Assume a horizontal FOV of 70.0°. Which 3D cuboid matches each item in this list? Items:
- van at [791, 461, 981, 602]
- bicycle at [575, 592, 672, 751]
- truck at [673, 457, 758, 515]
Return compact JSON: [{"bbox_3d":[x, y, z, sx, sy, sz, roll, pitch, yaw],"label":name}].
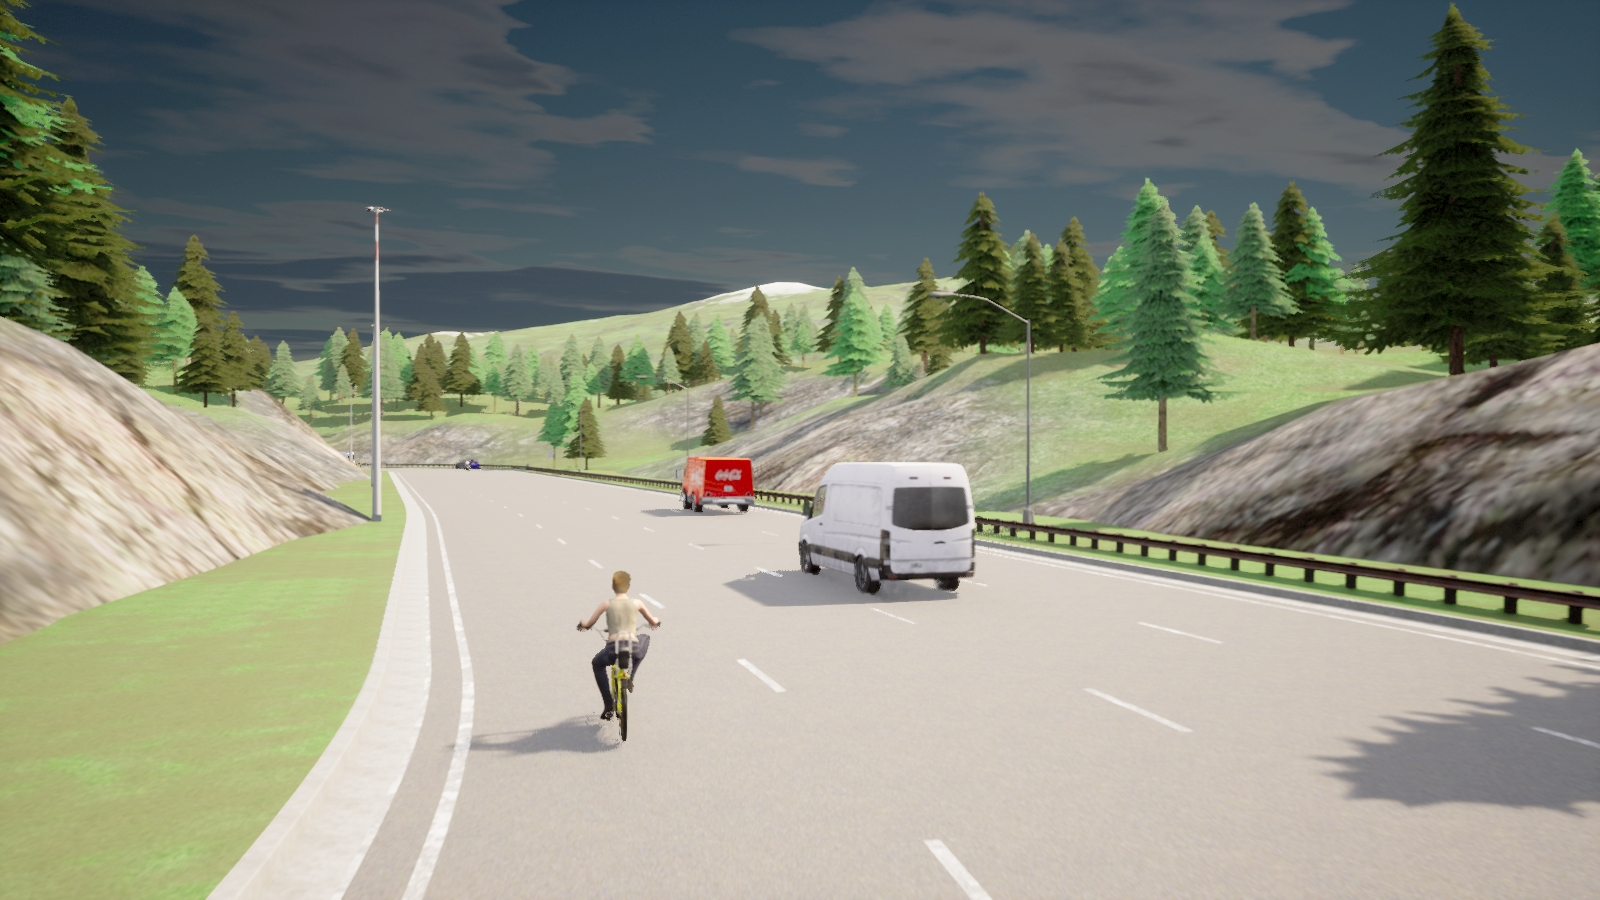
[{"bbox_3d":[1.622,1.534,24.291,1.988,2.561,5.915,0,0,-17],"label":"van"},{"bbox_3d":[-1.797,2.158,11.442,0.859,1.276,1.487,0,0,-13],"label":"bicycle"},{"bbox_3d":[-3.966,1.571,52.402,2.627,2.467,5.204,0,0,-19],"label":"truck"}]
